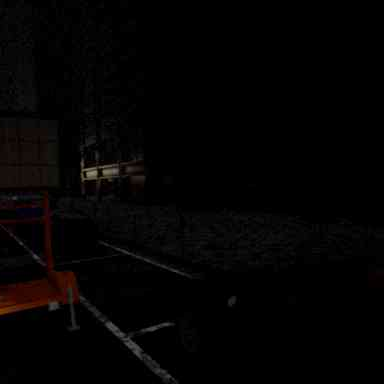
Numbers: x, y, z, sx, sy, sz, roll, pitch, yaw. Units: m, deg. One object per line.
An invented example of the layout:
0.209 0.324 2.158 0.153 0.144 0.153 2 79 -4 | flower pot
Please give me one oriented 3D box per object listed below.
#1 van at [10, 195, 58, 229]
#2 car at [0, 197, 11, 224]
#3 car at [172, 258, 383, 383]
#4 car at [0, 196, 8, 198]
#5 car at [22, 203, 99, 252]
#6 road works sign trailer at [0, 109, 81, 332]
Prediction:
-8.133 1.078 17.391 1.690 1.788 3.998 -3 2 -34 | van
-11.318 1.252 22.043 2.008 1.369 4.403 -3 2 -34 | car
1.446 1.391 3.460 1.887 1.381 4.507 -3 2 -34 | car
-14.508 1.249 26.690 1.802 1.307 4.206 -3 2 -34 | car
-4.936 1.323 12.751 2.008 1.369 4.403 -3 2 -34 | car
-3.497 0.390 5.707 2.380 3.560 2.880 -3 2 -34 | road works sign trailer
